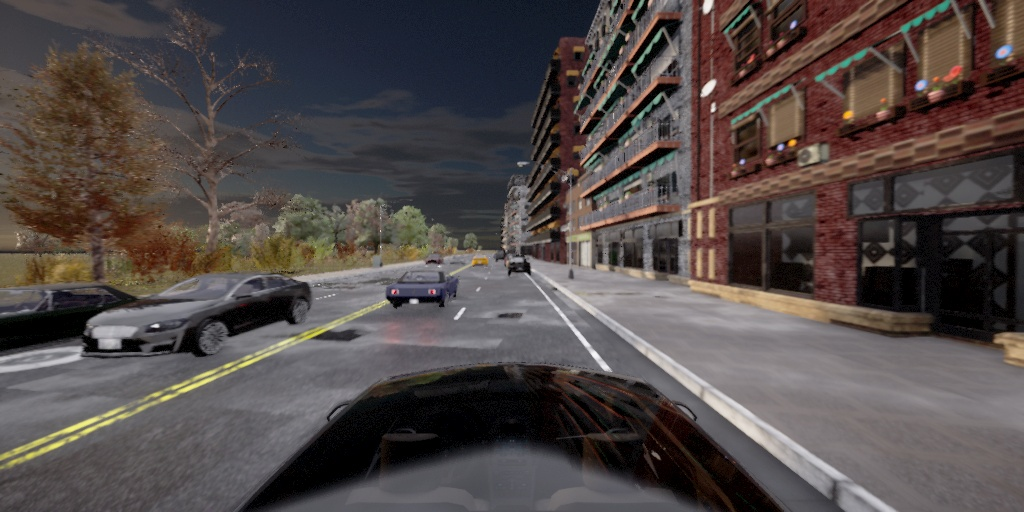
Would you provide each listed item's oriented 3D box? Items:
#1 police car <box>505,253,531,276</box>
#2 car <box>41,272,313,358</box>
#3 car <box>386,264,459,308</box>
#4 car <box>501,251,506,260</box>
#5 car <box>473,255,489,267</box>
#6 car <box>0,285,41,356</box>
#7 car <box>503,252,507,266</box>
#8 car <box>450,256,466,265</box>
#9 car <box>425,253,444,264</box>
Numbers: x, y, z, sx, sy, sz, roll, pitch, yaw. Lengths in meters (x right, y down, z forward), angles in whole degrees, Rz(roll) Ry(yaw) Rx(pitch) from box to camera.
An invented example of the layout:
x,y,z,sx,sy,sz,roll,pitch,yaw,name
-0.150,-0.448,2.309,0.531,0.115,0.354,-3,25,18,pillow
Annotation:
x,y,z,sx,sy,sz,roll,pitch,yaw,name
0.579,0.757,30.815,1.930,1.638,5.238,0,1,-2,police car
-6.633,1.149,8.346,2.128,1.511,4.902,0,1,0,car
-3.235,1.175,13.994,1.895,1.301,4.718,0,1,-1,car
0.035,0.461,46.749,2.097,1.767,4.553,0,1,-2,car
-4.122,0.583,47.280,1.882,1.535,5.008,0,1,-2,car
-9.875,1.276,7.286,1.895,1.301,4.718,0,1,0,car
0.260,0.645,40.943,1.801,1.575,5.366,0,1,-2,car
-7.694,0.659,50.990,1.895,1.301,4.718,0,1,-2,car
-10.946,0.413,50.957,2.097,1.767,4.553,0,1,-2,car
